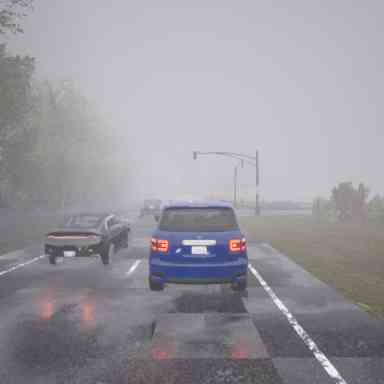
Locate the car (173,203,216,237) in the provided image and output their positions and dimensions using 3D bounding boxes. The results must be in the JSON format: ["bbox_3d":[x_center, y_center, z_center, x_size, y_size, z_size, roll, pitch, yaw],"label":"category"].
[{"bbox_3d":[0.122,1.496,19.001,2.128,1.511,4.902,0,0,0],"label":"car"}]

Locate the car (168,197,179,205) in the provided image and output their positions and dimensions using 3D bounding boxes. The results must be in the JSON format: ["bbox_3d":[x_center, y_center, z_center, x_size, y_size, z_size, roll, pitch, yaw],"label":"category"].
[{"bbox_3d":[-3.339,1.606,60.992,1.895,1.301,4.718,0,0,0],"label":"car"}]

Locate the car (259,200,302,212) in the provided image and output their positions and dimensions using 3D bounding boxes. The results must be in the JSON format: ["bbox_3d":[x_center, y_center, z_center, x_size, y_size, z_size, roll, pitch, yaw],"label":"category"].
[{"bbox_3d":[11.002,1.732,42.024,5.357,1.411,2.033,1,-1,7],"label":"car"}]

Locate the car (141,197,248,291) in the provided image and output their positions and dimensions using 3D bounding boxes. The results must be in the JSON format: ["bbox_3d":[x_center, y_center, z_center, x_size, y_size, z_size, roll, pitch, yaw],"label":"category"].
[{"bbox_3d":[0.114,1.224,9.138,2.150,2.045,5.566,0,0,-1],"label":"car"}]

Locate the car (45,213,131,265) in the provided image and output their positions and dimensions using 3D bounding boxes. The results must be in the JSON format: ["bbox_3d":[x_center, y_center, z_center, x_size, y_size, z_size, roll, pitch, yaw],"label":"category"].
[{"bbox_3d":[-3.388,1.494,11.635,2.128,1.511,4.902,0,0,0],"label":"car"}]
